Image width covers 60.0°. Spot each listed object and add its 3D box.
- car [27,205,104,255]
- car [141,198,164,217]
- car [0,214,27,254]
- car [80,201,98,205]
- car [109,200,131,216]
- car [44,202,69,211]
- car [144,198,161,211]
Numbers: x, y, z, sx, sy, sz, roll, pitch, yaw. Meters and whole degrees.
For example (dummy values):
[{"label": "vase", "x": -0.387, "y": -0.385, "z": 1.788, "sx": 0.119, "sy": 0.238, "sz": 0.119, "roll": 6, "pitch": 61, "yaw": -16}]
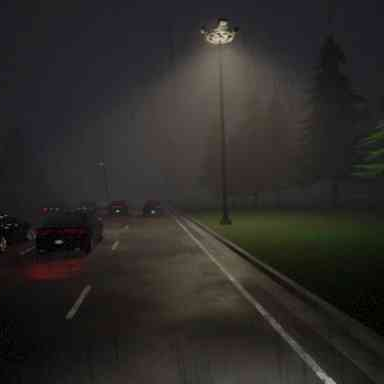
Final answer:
[{"label": "car", "x": -4.914, "y": 1.564, "z": 13.956, "sx": 1.882, "sy": 1.535, "sz": 5.008, "roll": -2, "pitch": 1, "yaw": -7}, {"label": "car", "x": -3.638, "y": 1.467, "z": 31.063, "sx": 1.837, "sy": 1.490, "sz": 4.892, "roll": -2, "pitch": 0, "yaw": -7}, {"label": "car", "x": -8.492, "y": 1.703, "z": 14.388, "sx": 1.837, "sy": 1.490, "sz": 4.892, "roll": -2, "pitch": 1, "yaw": -7}, {"label": "car", "x": -11.271, "y": 1.725, "z": 36.499, "sx": 2.033, "sy": 1.411, "sz": 5.357, "roll": -2, "pitch": 0, "yaw": -7}, {"label": "car", "x": -7.492, "y": 1.574, "z": 34.477, "sx": 1.837, "sy": 1.490, "sz": 4.892, "roll": -2, "pitch": 1, "yaw": -7}, {"label": "car", "x": -14.840, "y": 1.836, "z": 36.859, "sx": 2.033, "sy": 1.411, "sz": 5.357, "roll": -2, "pitch": 0, "yaw": -7}, {"label": "car", "x": -5.010, "y": 1.499, "z": 42.058, "sx": 2.033, "sy": 1.411, "sz": 5.357, "roll": -2, "pitch": 0, "yaw": -7}]
